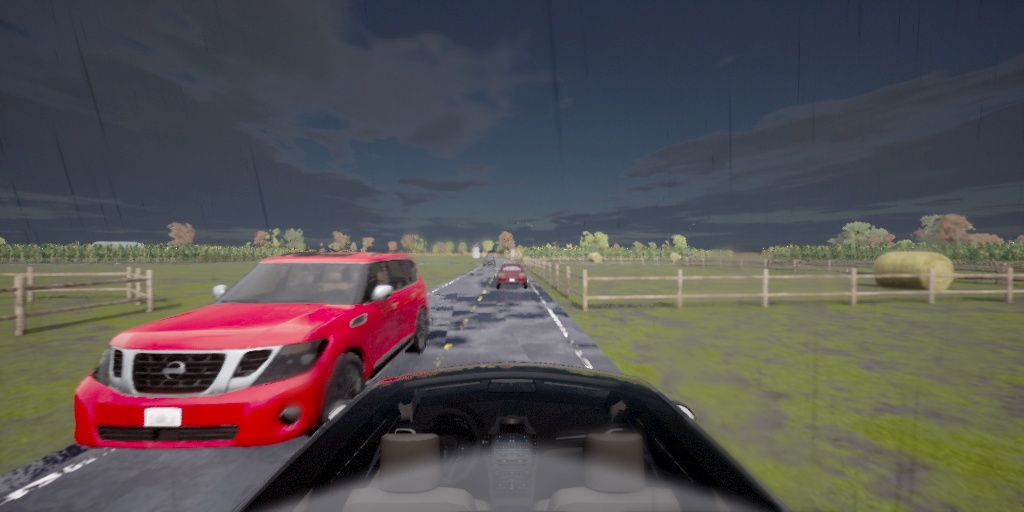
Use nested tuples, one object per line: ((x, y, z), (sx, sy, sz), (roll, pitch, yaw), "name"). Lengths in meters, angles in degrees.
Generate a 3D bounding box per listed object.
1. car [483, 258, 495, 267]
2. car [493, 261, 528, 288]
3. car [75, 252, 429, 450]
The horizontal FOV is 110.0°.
((-3.519, 0.991, 56.400), (1.994, 1.385, 4.181), (0, 0, -1), "car")
((-0.020, 1.162, 22.375), (1.812, 1.442, 4.674), (0, 0, -1), "car")
((-2.860, 0.951, 5.691), (2.150, 2.045, 5.566), (0, 0, 0), "car")
